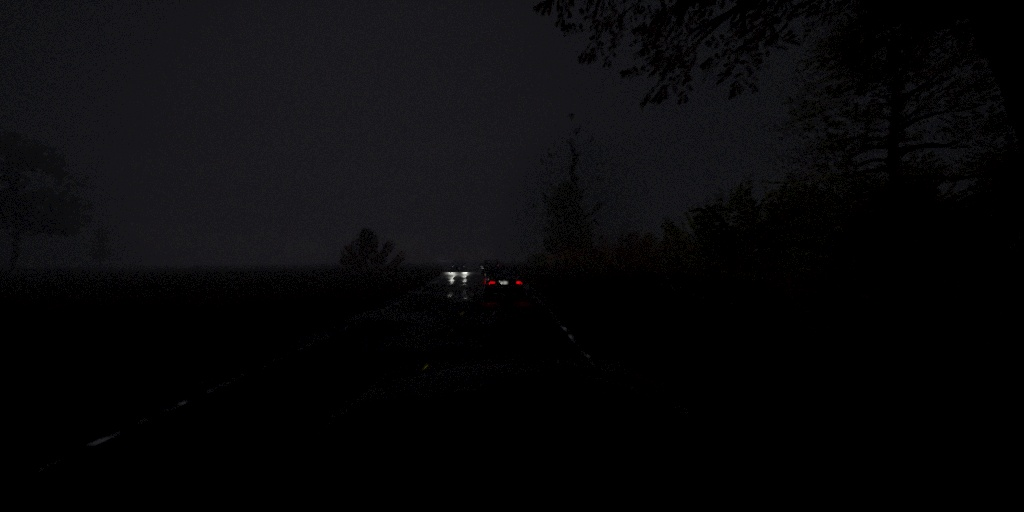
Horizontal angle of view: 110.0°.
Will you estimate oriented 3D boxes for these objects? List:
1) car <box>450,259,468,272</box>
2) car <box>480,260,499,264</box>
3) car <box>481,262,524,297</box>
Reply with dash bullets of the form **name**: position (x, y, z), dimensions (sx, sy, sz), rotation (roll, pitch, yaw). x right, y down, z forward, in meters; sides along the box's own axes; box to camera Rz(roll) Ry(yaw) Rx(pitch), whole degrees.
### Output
- **car**: position (-6.286, 1.130, 42.595), dimensions (1.812, 1.442, 4.674), rotation (0, 0, -9)
- **car**: position (-2.082, 1.100, 35.463), dimensions (2.128, 1.511, 4.902), rotation (0, 0, -7)
- **car**: position (-0.439, 1.221, 18.390), dimensions (2.033, 1.411, 5.357), rotation (0, 0, -4)
